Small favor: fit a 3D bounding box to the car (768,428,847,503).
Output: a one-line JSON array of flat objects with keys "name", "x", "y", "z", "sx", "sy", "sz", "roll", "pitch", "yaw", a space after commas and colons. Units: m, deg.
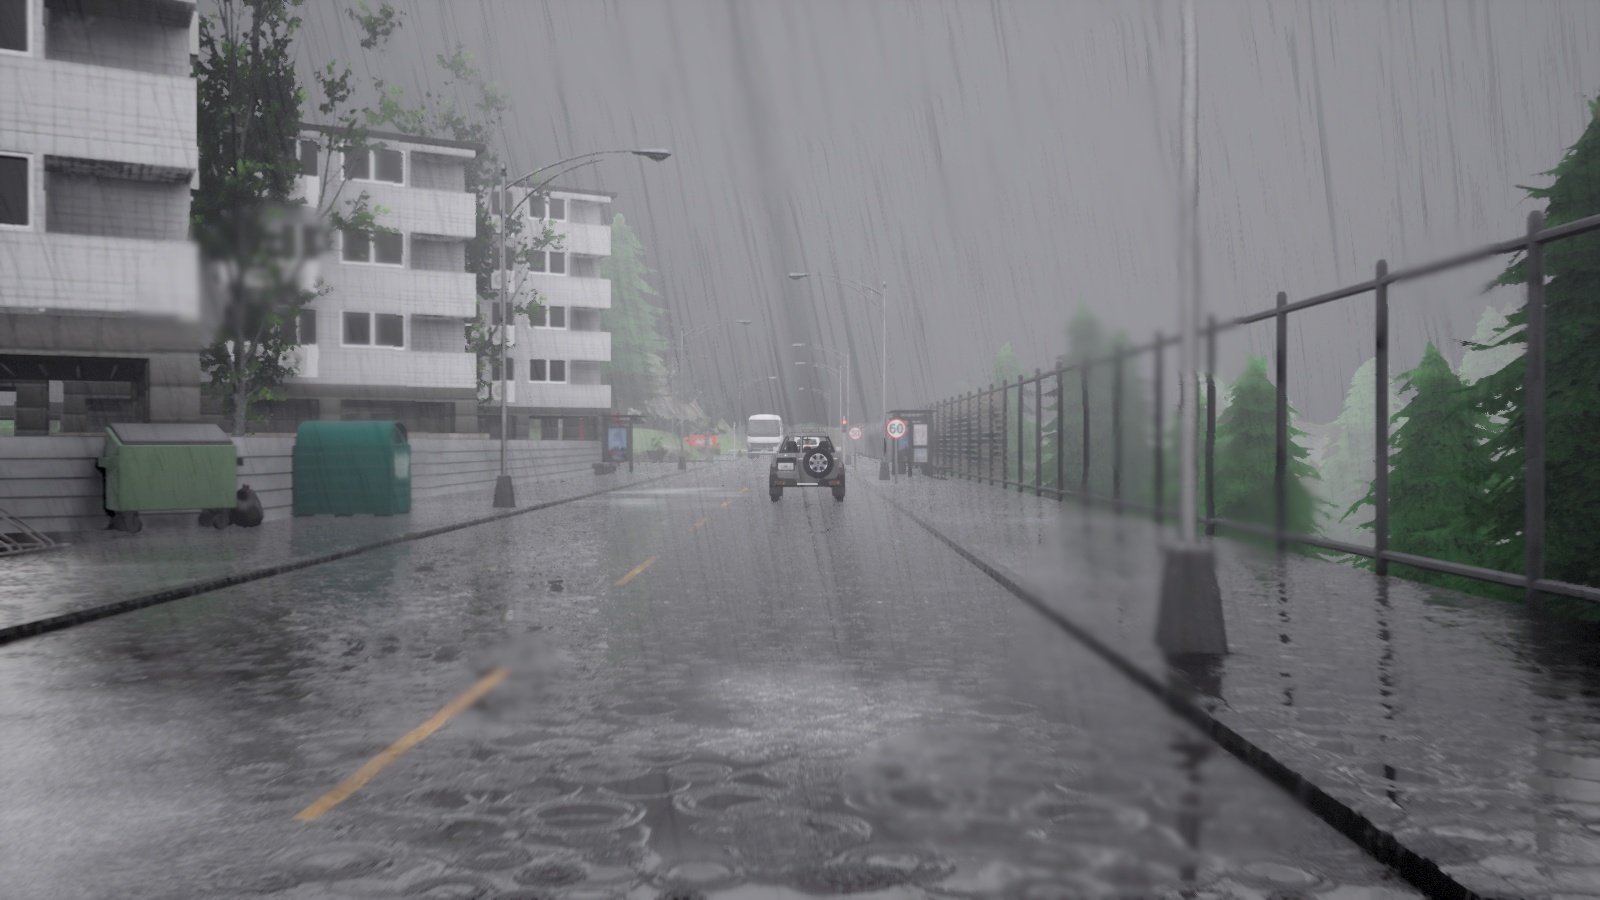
[{"name": "car", "x": 0.192, "y": 0.376, "z": 33.234, "sx": 1.932, "sy": 1.855, "sz": 4.605, "roll": 0, "pitch": 0, "yaw": 0}]
